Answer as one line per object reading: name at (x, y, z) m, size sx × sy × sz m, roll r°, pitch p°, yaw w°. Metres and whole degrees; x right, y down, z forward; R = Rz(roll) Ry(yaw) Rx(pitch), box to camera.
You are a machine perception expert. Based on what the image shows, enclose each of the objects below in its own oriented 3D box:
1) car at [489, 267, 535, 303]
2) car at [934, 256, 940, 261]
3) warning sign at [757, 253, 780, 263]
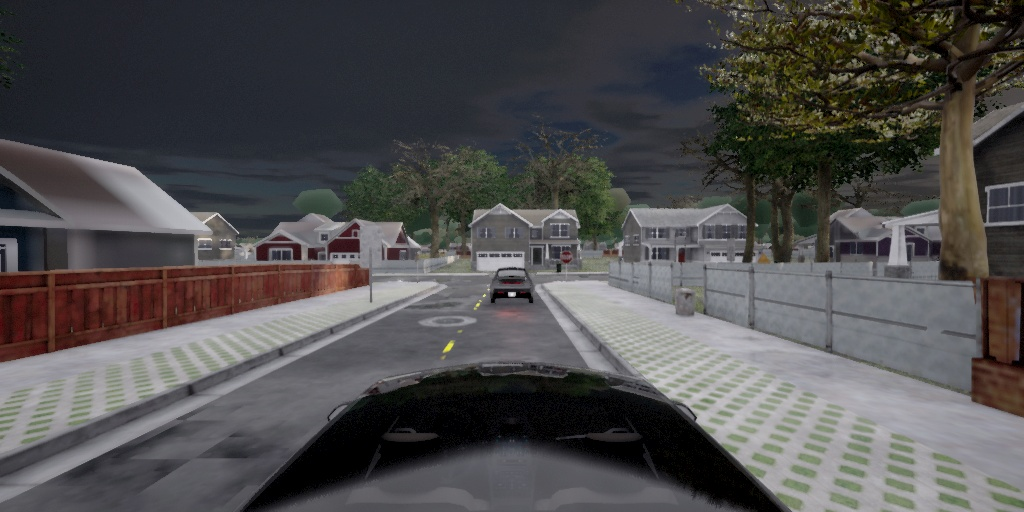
car at (0.000, 1.247, 16.476) m, size 1.837 × 1.490 × 4.892 m, roll 0°, pitch 0°, yaw 0°
car at (36.516, 0.700, 28.777) m, size 4.553 × 1.767 × 2.097 m, roll -1°, pitch 1°, yaw 0°
warning sign at (18.439, 0.717, 26.226) m, size 1.060 × 1.860 × 1.300 m, roll 0°, pitch 0°, yaw 0°
